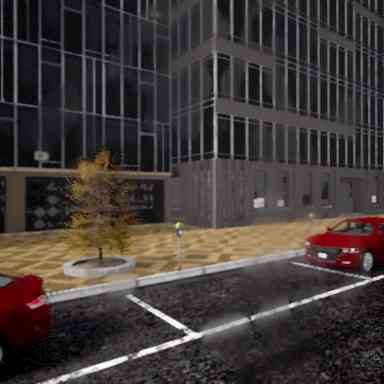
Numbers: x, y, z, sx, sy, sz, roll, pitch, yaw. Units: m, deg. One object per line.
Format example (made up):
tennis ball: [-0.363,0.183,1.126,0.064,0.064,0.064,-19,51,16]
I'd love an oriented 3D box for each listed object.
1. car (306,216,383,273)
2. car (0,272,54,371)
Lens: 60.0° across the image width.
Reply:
car: [5.408,1.480,10.417,4.507,1.381,1.887,0,0,-36]
car: [-3.859,1.588,3.805,4.206,1.307,1.802,0,0,-36]
